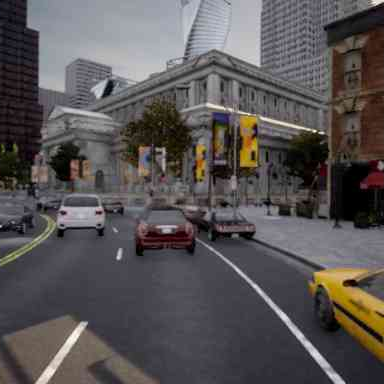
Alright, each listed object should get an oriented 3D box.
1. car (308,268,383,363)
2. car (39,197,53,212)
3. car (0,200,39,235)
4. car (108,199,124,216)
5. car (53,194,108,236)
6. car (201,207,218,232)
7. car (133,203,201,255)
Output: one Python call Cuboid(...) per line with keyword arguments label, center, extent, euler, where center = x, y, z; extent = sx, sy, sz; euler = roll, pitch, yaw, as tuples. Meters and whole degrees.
Cuboid(label="car", center=(3.037, 1.490, 3.908), extent=(1.801, 1.575, 5.366), euler=(1, 0, -1))
Cuboid(label="car", center=(-14.636, 1.241, 34.044), extent=(2.128, 1.511, 4.902), euler=(1, 0, -37))
Cuboid(label="car", center=(-9.577, 1.351, 17.607), extent=(1.837, 1.490, 4.892), euler=(1, -1, -18))
Cuboid(label="car", center=(-7.598, 1.342, 29.922), extent=(2.128, 1.511, 4.902), euler=(1, 0, -30))
Cuboid(label="car", center=(-5.849, 1.114, 17.760), extent=(2.150, 2.045, 5.566), euler=(1, 0, -17))
Cuboid(label="car", center=(-0.336, 1.479, 21.993), extent=(2.002, 1.452, 4.674), euler=(1, 0, -21))
Cuboid(label="car", center=(-1.236, 1.313, 13.318), extent=(2.097, 1.767, 4.553), euler=(1, 0, -10))
